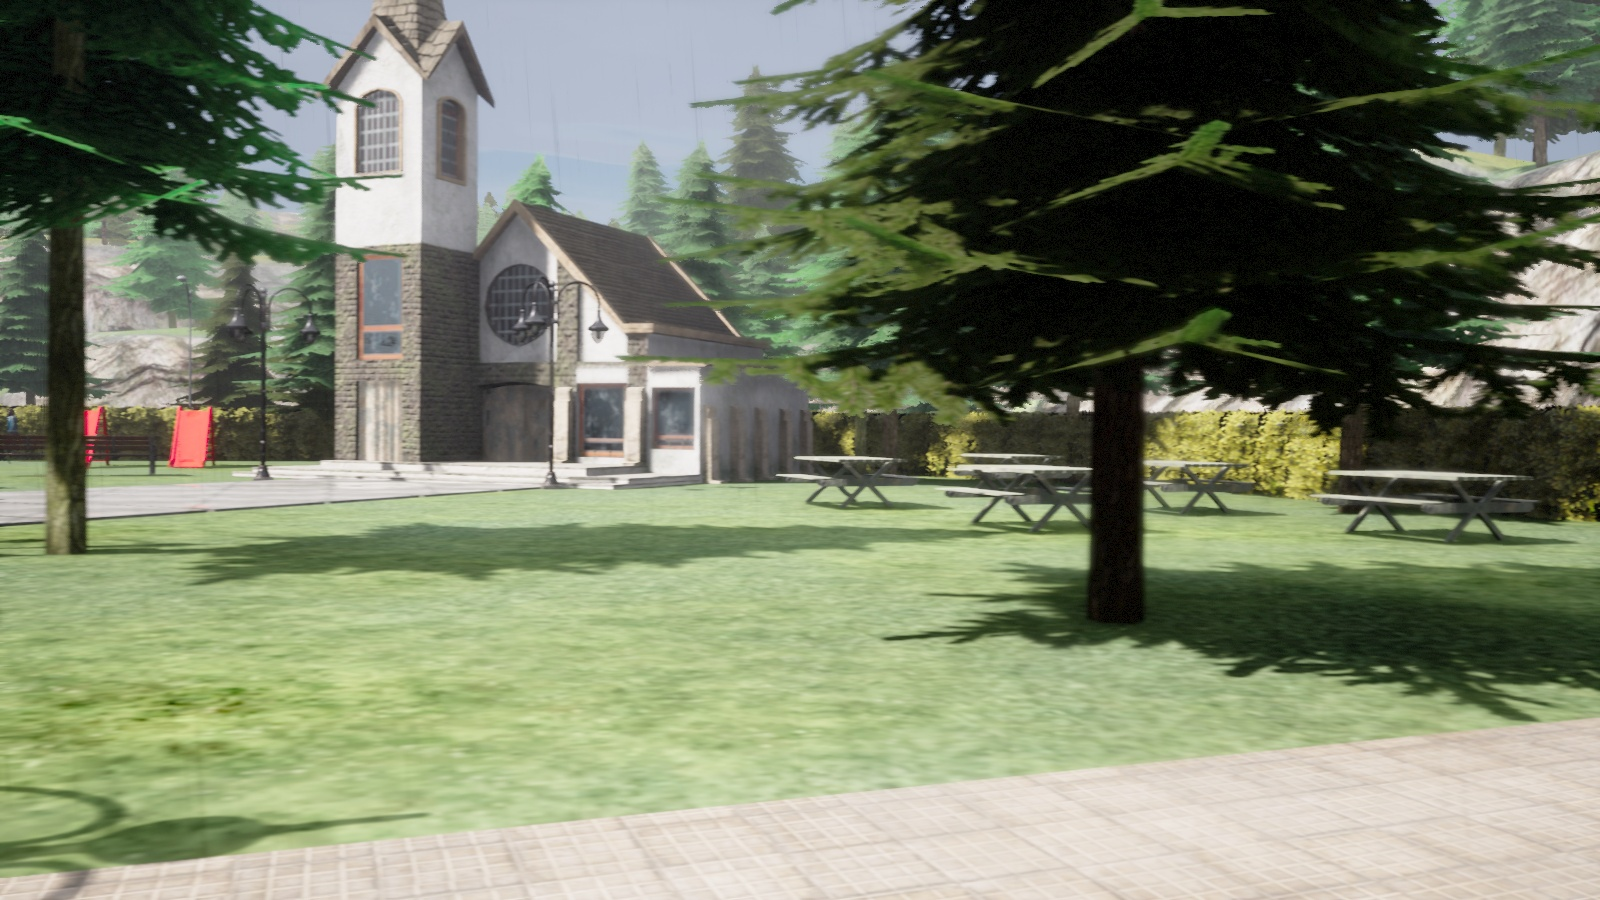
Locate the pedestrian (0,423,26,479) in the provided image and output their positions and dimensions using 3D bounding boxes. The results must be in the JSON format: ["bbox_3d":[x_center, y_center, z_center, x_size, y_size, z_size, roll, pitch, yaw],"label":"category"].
[{"bbox_3d":[-27.570,0.025,43.947,0.692,1.930,0.396,-1,1,-7],"label":"pedestrian"}]
